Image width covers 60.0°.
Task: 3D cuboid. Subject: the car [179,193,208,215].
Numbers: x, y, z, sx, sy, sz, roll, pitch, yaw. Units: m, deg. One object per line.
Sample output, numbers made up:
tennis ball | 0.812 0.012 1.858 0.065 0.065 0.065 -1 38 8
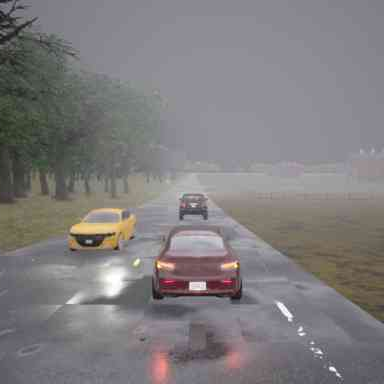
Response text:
car | 0.109 1.083 26.924 2.150 2.045 5.566 0 1 0

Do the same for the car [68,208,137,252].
car | -3.595 1.457 14.111 1.882 1.535 5.008 0 0 0

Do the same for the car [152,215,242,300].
car | 0.102 1.519 8.258 1.812 1.442 4.674 0 0 0
